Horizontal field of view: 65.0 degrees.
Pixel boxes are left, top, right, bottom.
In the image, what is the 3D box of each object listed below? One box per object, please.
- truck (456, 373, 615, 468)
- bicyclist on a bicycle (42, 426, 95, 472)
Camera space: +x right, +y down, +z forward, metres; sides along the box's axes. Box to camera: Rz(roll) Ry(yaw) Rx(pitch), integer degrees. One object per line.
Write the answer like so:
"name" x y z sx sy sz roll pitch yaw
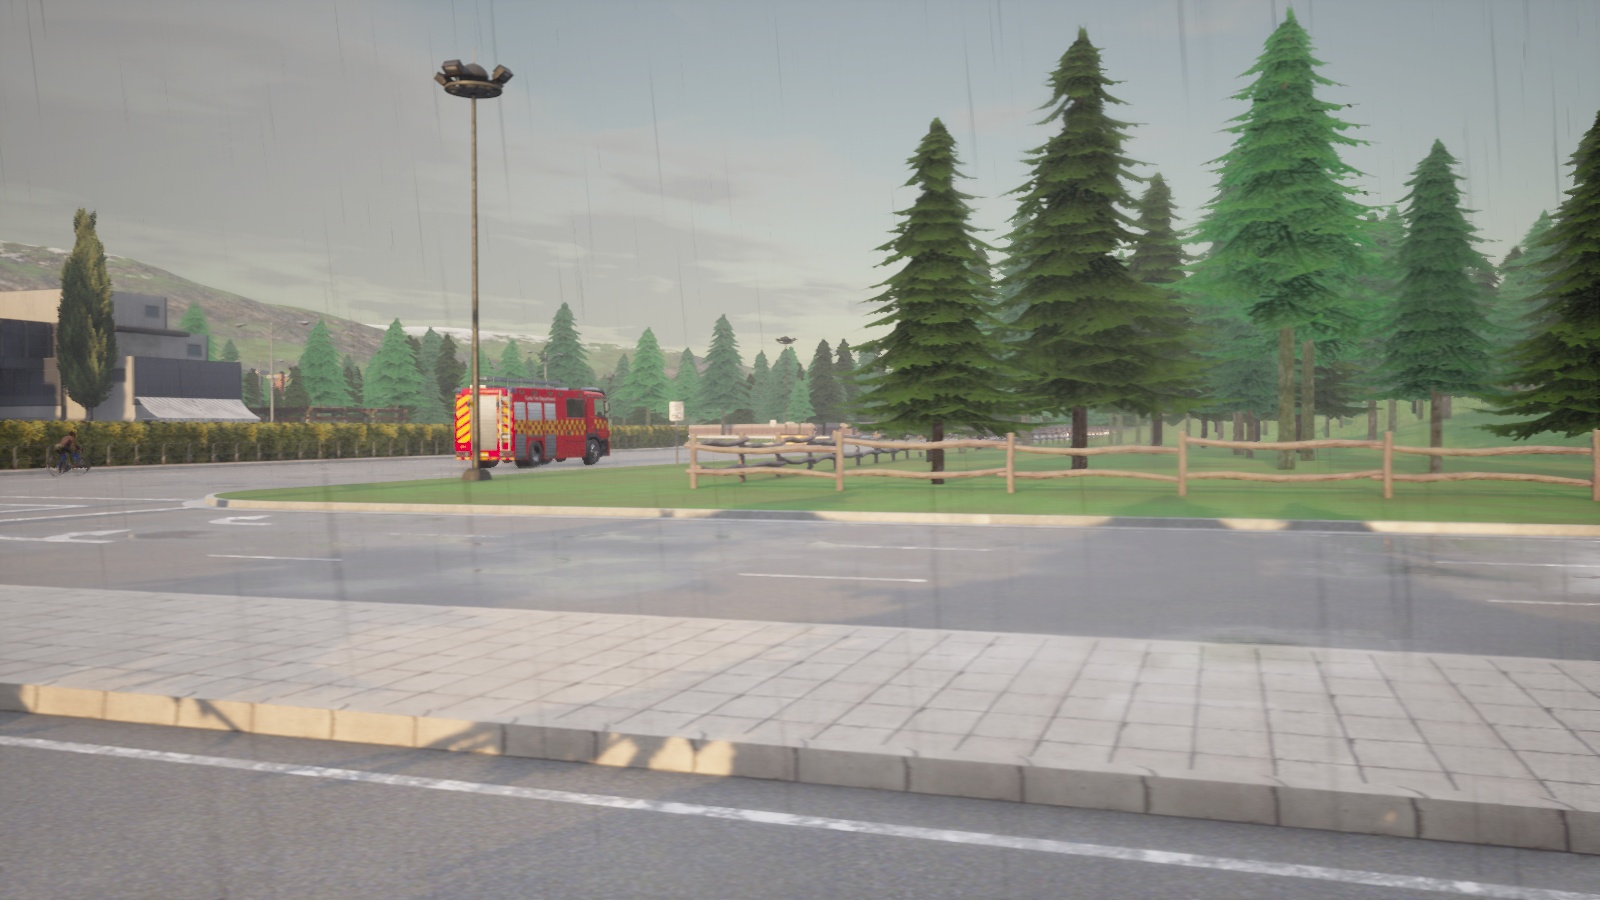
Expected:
"truck" -11.478 -1.272 55.563 2.891 3.827 8.468 1 1 20
"bicyclist on a bicycle" -26.310 -0.044 45.178 0.582 1.620 1.656 1 1 20
